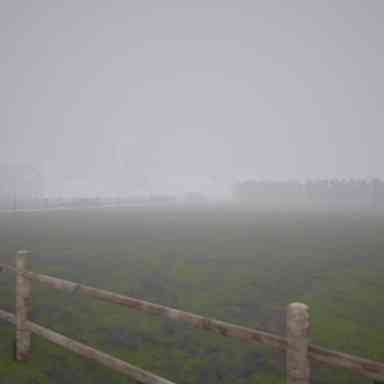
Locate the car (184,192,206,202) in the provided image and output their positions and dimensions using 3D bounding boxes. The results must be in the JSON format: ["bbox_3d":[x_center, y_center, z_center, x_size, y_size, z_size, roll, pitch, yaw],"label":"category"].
[{"bbox_3d":[0.531,0.952,66.898,2.150,2.045,5.566,-1,0,35],"label":"car"}]

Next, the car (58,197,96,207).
[{"bbox_3d":[-16.251,1.425,47.513,2.033,1.411,5.357,-1,0,35],"label":"car"}]

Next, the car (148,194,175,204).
[{"bbox_3d":[-5.577,1.140,57.931,2.097,1.767,4.553,-1,0,35],"label":"car"}]
